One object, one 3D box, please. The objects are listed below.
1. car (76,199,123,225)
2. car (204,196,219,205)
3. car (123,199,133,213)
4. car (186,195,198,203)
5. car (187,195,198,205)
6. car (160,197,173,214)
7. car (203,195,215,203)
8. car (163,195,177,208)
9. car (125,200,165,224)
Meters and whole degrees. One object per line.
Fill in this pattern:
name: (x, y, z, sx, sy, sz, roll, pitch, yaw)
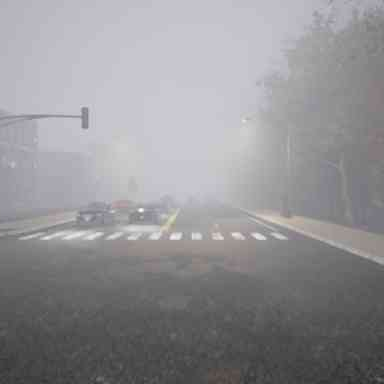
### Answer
car: (-6.605, 1.438, 23.422, 2.128, 1.511, 4.902, 0, 0, 0)
car: (3.341, 1.473, 54.956, 1.895, 1.301, 4.718, 0, 0, 0)
car: (-6.604, 1.402, 32.925, 1.882, 1.535, 5.008, 0, 0, 0)
car: (-0.008, 1.339, 64.894, 2.128, 1.511, 4.902, 0, 0, 0)
car: (0.087, 1.473, 55.127, 1.895, 1.301, 4.718, 0, 0, 0)
car: (-3.351, 1.485, 34.367, 1.994, 1.385, 4.181, 0, 0, 0)
car: (3.240, 1.395, 64.973, 2.033, 1.411, 5.357, 0, 0, 0)
car: (-3.321, 1.245, 46.040, 2.097, 1.767, 4.553, 0, 0, 2)
car: (-3.356, 1.508, 24.407, 1.994, 1.385, 4.181, 0, 0, 0)
